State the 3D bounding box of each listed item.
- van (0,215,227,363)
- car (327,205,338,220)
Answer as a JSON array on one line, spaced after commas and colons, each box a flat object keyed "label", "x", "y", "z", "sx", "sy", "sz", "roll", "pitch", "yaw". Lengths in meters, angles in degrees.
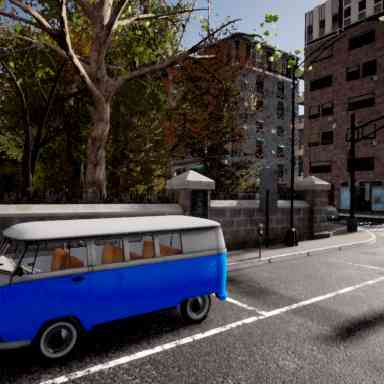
[{"label": "van", "x": -1.253, "y": 1.342, "z": 5.608, "sx": 3.998, "sy": 1.788, "sz": 1.690, "roll": 0, "pitch": 1, "yaw": -36}, {"label": "car", "x": 9.204, "y": 1.250, "z": 26.552, "sx": 2.097, "sy": 1.767, "sz": 4.553, "roll": 1, "pitch": 0, "yaw": -35}]
